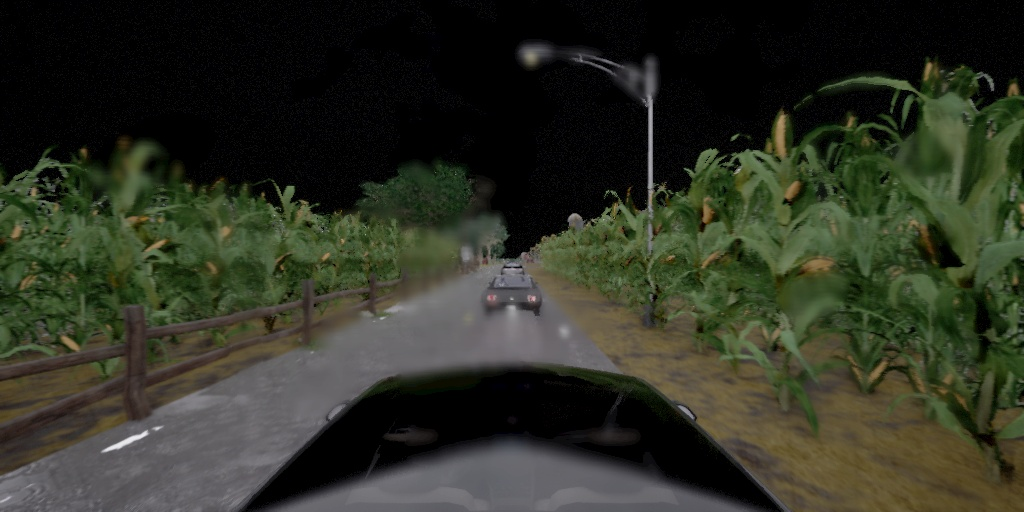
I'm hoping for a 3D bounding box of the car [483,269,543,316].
[{"bbox_3d":[0.064,1.332,13.175,1.895,1.301,4.718,0,0,1],"label":"car"}]

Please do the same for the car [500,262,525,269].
[{"bbox_3d":[0.069,1.200,29.417,2.128,1.511,4.902,0,0,0],"label":"car"}]
